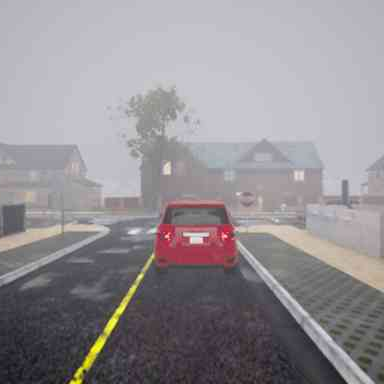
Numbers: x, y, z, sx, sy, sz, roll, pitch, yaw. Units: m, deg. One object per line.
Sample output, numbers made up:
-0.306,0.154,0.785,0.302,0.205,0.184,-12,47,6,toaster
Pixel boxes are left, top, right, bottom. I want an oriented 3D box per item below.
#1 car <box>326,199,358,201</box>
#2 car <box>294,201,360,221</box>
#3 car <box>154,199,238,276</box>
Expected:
11.244,1.366,26.586,4.553,1.767,2.097,0,1,1,car
10.275,1.614,24.210,5.357,1.411,2.033,0,1,7,car
0.098,1.241,10.514,2.150,2.045,5.566,0,0,0,car
